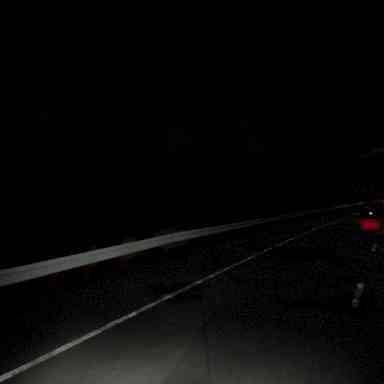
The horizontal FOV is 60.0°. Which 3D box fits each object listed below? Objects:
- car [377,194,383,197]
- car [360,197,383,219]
[{"bbox_3d":[22.295,1.221,38.000,2.150,2.045,5.566,0,0,36],"label":"car"},{"bbox_3d":[16.200,1.505,29.493,1.837,1.490,4.892,0,0,35],"label":"car"}]
